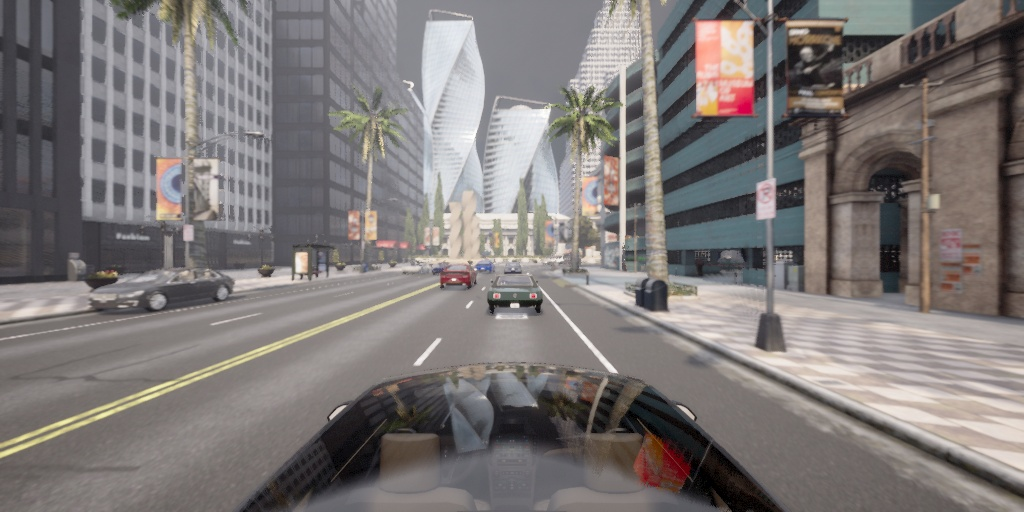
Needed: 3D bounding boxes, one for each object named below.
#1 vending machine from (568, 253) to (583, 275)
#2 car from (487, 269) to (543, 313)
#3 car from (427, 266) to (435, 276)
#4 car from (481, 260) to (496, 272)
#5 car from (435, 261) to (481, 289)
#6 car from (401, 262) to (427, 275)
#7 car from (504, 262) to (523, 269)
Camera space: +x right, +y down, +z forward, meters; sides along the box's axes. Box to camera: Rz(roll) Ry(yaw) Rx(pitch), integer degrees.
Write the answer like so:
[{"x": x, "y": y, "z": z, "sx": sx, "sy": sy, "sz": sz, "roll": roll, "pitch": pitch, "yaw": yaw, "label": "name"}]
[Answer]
[{"x": 7.809, "y": 0.954, "z": 44.053, "sx": 1.100, "sy": 2.100, "sz": 0.880, "roll": 0, "pitch": 0, "yaw": 10, "label": "vending machine"}, {"x": 0.103, "y": 1.353, "z": 14.105, "sx": 1.895, "sy": 1.301, "sz": 4.718, "roll": 0, "pitch": 0, "yaw": 0, "label": "car"}, {"x": -6.988, "y": 1.358, "z": 37.223, "sx": 1.895, "sy": 1.301, "sz": 4.718, "roll": 0, "pitch": 0, "yaw": 1, "label": "car"}, {"x": -3.050, "y": 1.236, "z": 42.352, "sx": 1.882, "sy": 1.535, "sz": 5.008, "roll": 0, "pitch": 0, "yaw": 4, "label": "car"}, {"x": -3.397, "y": 1.232, "z": 23.461, "sx": 1.882, "sy": 1.535, "sz": 5.008, "roll": 0, "pitch": 0, "yaw": 0, "label": "car"}, {"x": -10.405, "y": 1.358, "z": 38.962, "sx": 1.895, "sy": 1.301, "sz": 4.718, "roll": 0, "pitch": 0, "yaw": 2, "label": "car"}, {"x": 0.124, "y": 1.304, "z": 36.304, "sx": 2.033, "sy": 1.411, "sz": 5.357, "roll": 0, "pitch": 0, "yaw": 0, "label": "car"}]
